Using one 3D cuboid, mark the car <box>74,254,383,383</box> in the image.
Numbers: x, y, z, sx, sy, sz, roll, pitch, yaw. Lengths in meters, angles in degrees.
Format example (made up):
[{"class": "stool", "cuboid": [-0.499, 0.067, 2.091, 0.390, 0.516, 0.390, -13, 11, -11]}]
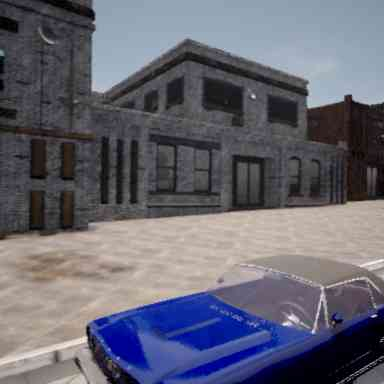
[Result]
[{"class": "car", "cuboid": [1.106, 1.579, 4.168, 4.718, 1.301, 1.895, -1, 0, -36]}]
